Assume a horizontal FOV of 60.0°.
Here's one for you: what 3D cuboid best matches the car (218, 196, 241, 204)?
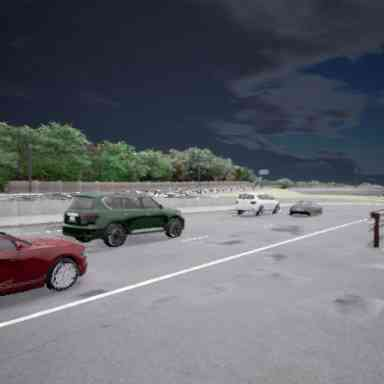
[{"bbox_3d":[6.758,1.452,59.964,1.812,1.442,4.674,1,0,39],"label":"car"}]

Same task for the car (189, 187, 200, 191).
[{"bbox_3d":[0.545,-0.510,87.517,1.882,1.535,5.008,1,2,26],"label":"car"}]

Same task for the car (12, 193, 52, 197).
[{"bbox_3d":[-12.856,1.123,29.747,2.128,1.511,4.902,1,0,39],"label":"car"}]

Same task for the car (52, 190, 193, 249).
[{"bbox_3d":[-2.654,1.057,14.138,2.150,2.045,5.566,1,1,38],"label":"car"}]

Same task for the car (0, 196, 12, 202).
[{"bbox_3d":[-16.458,1.076,30.841,2.128,1.511,4.902,1,0,39],"label":"car"}]

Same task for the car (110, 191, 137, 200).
[{"bbox_3d":[-12.307,0.670,59.759,2.033,1.411,5.357,1,2,23],"label":"car"}]

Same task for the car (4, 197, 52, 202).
[{"bbox_3d":[-11.490,1.268,25.846,1.895,1.301,4.718,1,0,38],"label":"car"}]

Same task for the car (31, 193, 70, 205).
[{"bbox_3d":[-18.744,0.892,44.215,1.837,1.490,4.892,1,1,23],"label":"car"}]

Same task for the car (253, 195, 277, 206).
[{"bbox_3d":[12.194,1.364,55.571,2.097,1.767,4.553,1,-1,39],"label":"car"}]

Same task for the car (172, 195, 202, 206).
[{"bbox_3d":[-0.734,1.274,50.569,1.837,1.490,4.892,1,-1,39],"label":"car"}]

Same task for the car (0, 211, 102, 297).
[{"bbox_3d":[-4.455,1.357,6.413,1.882,1.535,5.008,1,1,38],"label":"car"}]

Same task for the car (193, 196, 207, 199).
[{"bbox_3d":[2.018,1.303,48.412,2.128,1.511,4.902,1,0,39],"label":"car"}]

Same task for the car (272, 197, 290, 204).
[{"bbox_3d":[18.440,1.790,68.985,1.994,1.385,4.181,1,-1,38],"label":"car"}]

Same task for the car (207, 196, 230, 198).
[{"bbox_3d":[4.785,1.345,46.274,2.128,1.511,4.902,1,0,39],"label":"car"}]

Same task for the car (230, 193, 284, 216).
[{"bbox_3d":[6.158,1.095,30.854,2.150,2.045,5.566,1,0,38],"label":"car"}]

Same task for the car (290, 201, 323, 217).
[{"bbox_3d":[10.691,1.504,30.939,1.994,1.385,4.181,1,0,38],"label":"car"}]

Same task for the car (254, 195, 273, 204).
[{"bbox_3d":[15.159,1.531,70.476,2.097,1.767,4.553,1,-1,38],"label":"car"}]
